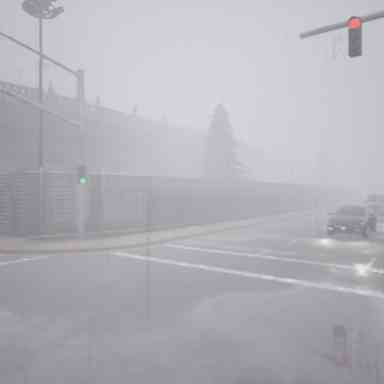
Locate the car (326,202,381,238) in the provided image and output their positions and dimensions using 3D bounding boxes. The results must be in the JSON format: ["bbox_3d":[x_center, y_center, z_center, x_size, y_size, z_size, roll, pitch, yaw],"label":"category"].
[{"bbox_3d":[8.636,1.491,17.860,1.837,1.490,4.892,0,0,36],"label":"car"}]

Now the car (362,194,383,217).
[{"bbox_3d":[15.628,1.210,27.611,2.150,2.045,5.566,0,1,36],"label":"car"}]
